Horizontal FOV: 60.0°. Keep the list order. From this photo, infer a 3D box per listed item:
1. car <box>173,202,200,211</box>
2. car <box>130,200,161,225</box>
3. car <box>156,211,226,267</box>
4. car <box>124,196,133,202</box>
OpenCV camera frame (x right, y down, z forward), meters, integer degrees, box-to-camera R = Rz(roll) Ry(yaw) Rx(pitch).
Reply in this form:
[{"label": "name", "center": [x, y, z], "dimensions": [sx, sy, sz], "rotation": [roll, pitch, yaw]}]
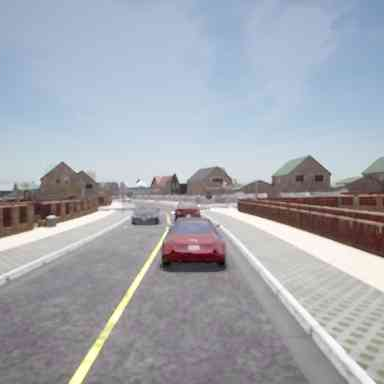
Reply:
[{"label": "car", "center": [-0.415, 1.470, 25.362], "dimensions": [1.882, 1.535, 5.008], "rotation": [0, 0, -3]}, {"label": "car", "center": [-3.228, 1.520, 23.998], "dimensions": [1.812, 1.442, 4.674], "rotation": [0, 0, -3]}, {"label": "car", "center": [0.050, 1.555, 11.447], "dimensions": [1.994, 1.385, 4.181], "rotation": [0, 0, 0]}, {"label": "car", "center": [-16.521, 1.843, 85.637], "dimensions": [1.812, 1.442, 4.674], "rotation": [0, 0, -21]}]
